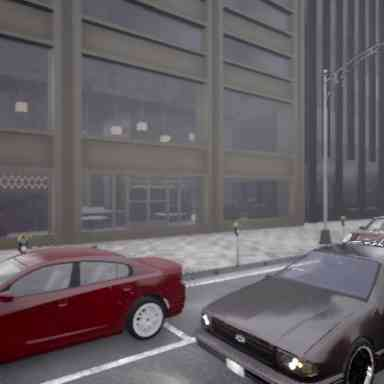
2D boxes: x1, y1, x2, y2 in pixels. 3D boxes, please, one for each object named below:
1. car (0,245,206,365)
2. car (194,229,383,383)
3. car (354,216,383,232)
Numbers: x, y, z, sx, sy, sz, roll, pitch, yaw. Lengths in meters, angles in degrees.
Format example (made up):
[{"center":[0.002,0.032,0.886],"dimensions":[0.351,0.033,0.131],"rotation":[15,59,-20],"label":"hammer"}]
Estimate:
[{"center":[-2.196,1.554,4.977],"dimensions":[4.507,1.381,1.887],"rotation":[1,-1,-35],"label":"car"},{"center":[2.649,1.597,5.264],"dimensions":[5.357,1.411,2.033],"rotation":[1,0,-36],"label":"car"},{"center":[6.962,1.558,11.510],"dimensions":[4.097,1.590,1.967],"rotation":[1,-1,-35],"label":"car"}]
